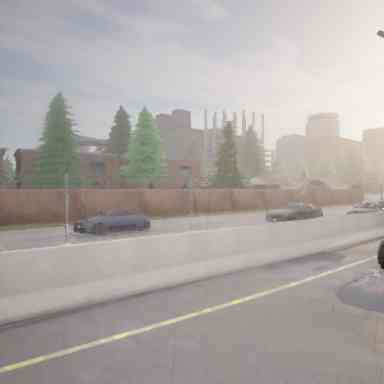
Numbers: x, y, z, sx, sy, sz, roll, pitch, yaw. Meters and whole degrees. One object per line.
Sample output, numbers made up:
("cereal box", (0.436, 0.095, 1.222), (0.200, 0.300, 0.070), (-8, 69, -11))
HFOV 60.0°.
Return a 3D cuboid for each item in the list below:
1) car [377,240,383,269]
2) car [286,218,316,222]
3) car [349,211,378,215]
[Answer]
("car", (7.159, 1.516, 9.757), (4.181, 1.385, 1.994), (0, 0, -41))
("car", (7.631, 1.508, 24.307), (5.357, 1.411, 2.033), (0, 0, -41))
("car", (12.986, 1.480, 24.337), (4.181, 1.385, 1.994), (0, 0, -41))
